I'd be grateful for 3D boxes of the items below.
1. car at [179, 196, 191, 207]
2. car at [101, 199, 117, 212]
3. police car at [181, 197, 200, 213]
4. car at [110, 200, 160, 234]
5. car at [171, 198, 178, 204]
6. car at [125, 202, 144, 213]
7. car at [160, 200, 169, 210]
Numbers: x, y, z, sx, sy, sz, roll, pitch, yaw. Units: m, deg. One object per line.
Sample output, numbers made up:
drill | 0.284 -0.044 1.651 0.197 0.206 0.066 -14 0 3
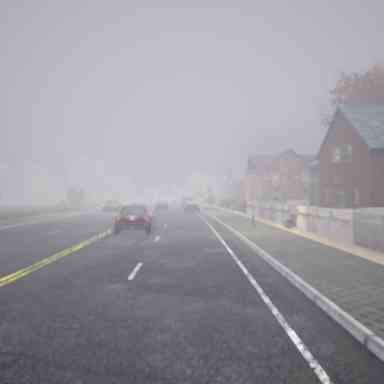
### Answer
car | -0.583 1.855 53.465 2.097 1.767 4.553 0 -1 -3
car | -10.974 1.803 45.388 2.097 1.767 4.553 0 -1 -3
police car | -0.057 1.831 43.553 1.930 1.638 5.238 0 -1 -3
car | -3.401 1.547 20.811 2.097 1.767 4.553 0 -1 -1
car | -3.261 2.093 77.628 2.128 1.511 4.902 0 -1 -5
car | -7.702 2.041 45.069 1.895 1.301 4.718 0 -1 -3
car | -4.545 2.009 50.306 1.812 1.442 4.674 0 0 -3
